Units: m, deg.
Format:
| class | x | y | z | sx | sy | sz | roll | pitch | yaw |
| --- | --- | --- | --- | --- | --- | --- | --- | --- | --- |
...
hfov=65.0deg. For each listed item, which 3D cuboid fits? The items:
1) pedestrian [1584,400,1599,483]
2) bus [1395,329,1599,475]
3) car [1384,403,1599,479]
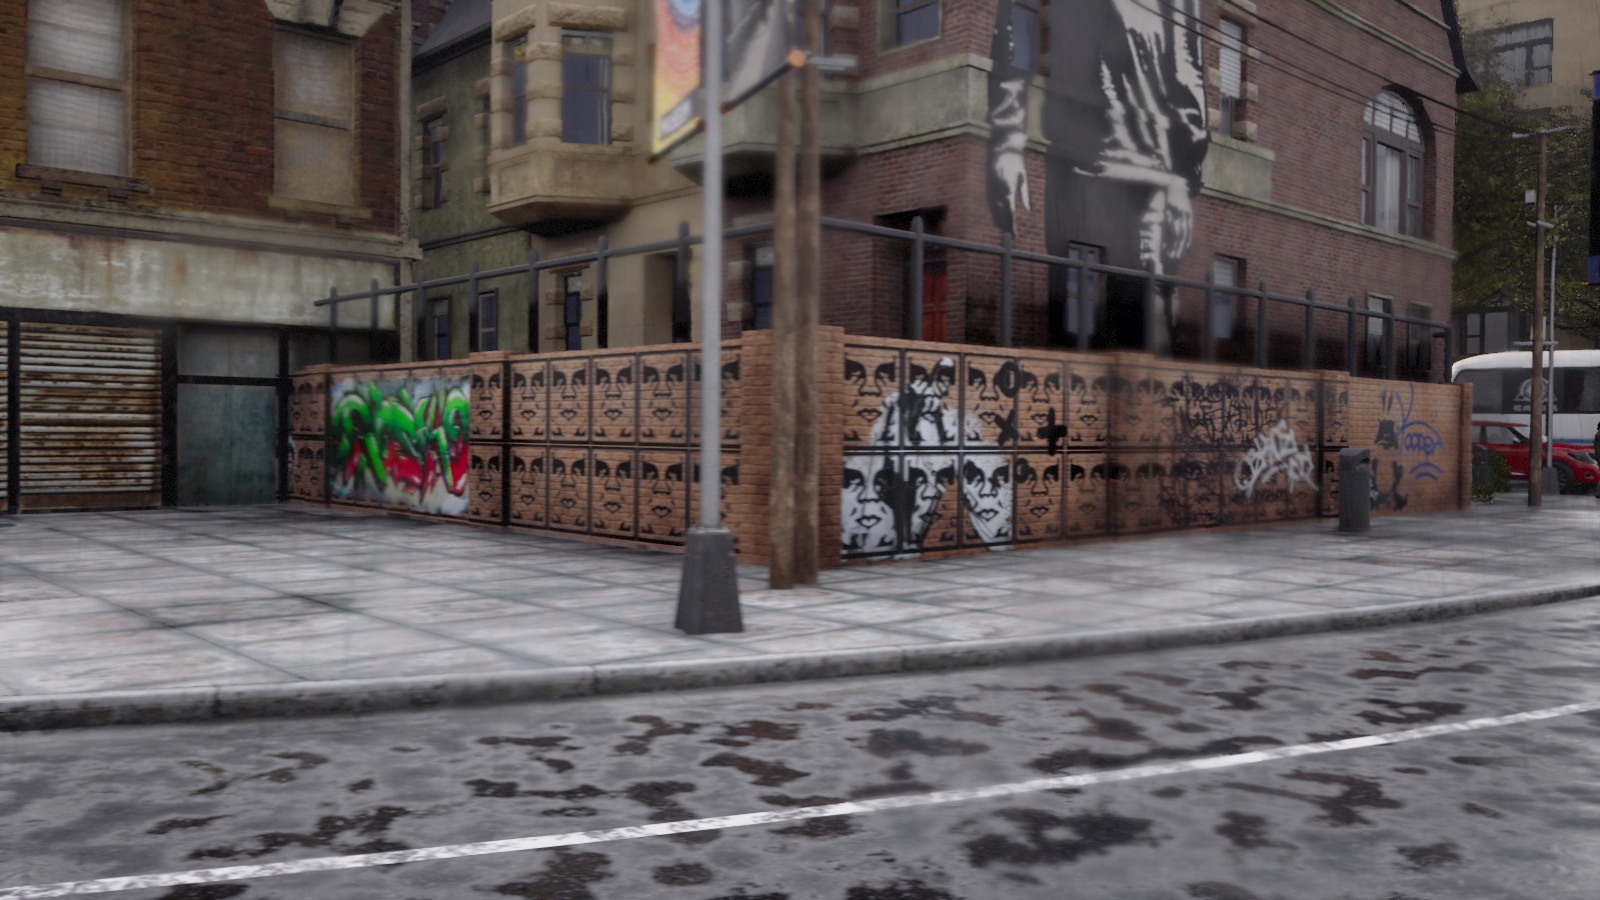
| class | x | y | z | sx | sy | sz | roll | pitch | yaw |
| --- | --- | --- | --- | --- | --- | --- | --- | --- | --- |
| pedestrian | 18.564 | -0.198 | 29.037 | 0.692 | 1.930 | 0.396 | 0 | 1 | 23 |
| bus | 24.199 | -1.438 | 38.403 | 10.273 | 4.253 | 3.944 | 0 | 1 | 36 |
| car | 20.423 | -0.276 | 36.804 | 2.150 | 2.045 | 5.566 | -1 | 1 | -43 |
